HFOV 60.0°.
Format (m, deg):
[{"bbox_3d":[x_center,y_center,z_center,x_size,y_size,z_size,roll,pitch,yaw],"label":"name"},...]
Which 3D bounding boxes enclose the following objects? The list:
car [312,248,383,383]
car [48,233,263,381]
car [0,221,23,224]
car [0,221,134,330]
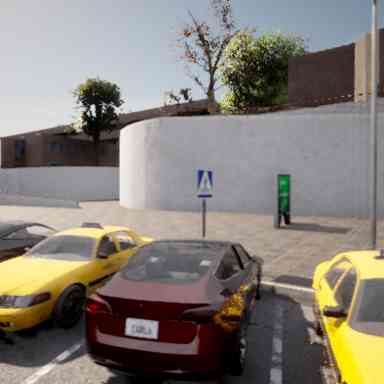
[{"bbox_3d":[2.470,1.487,3.824,1.946,1.575,5.366,1,-1,16],"label":"car"},{"bbox_3d":[0.093,1.515,5.765,2.163,1.488,4.792,0,-1,15],"label":"car"},{"bbox_3d":[-4.771,1.514,9.197,2.002,1.452,4.674,0,-1,16],"label":"car"},{"bbox_3d":[-2.387,1.472,7.289,1.946,1.575,5.366,1,-1,15],"label":"car"}]
